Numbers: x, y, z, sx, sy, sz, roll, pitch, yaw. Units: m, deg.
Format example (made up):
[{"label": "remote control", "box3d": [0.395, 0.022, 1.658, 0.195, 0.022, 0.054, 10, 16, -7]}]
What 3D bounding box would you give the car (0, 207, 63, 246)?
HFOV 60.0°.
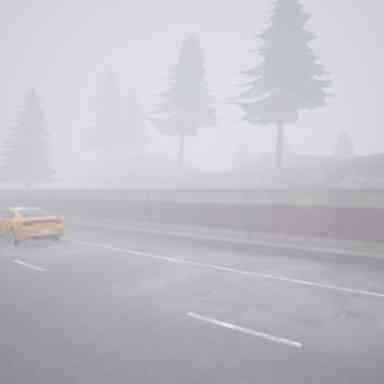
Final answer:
[{"label": "car", "box3d": [-7.692, 1.408, 15.033, 5.008, 1.535, 1.882, 0, 0, 42]}]
